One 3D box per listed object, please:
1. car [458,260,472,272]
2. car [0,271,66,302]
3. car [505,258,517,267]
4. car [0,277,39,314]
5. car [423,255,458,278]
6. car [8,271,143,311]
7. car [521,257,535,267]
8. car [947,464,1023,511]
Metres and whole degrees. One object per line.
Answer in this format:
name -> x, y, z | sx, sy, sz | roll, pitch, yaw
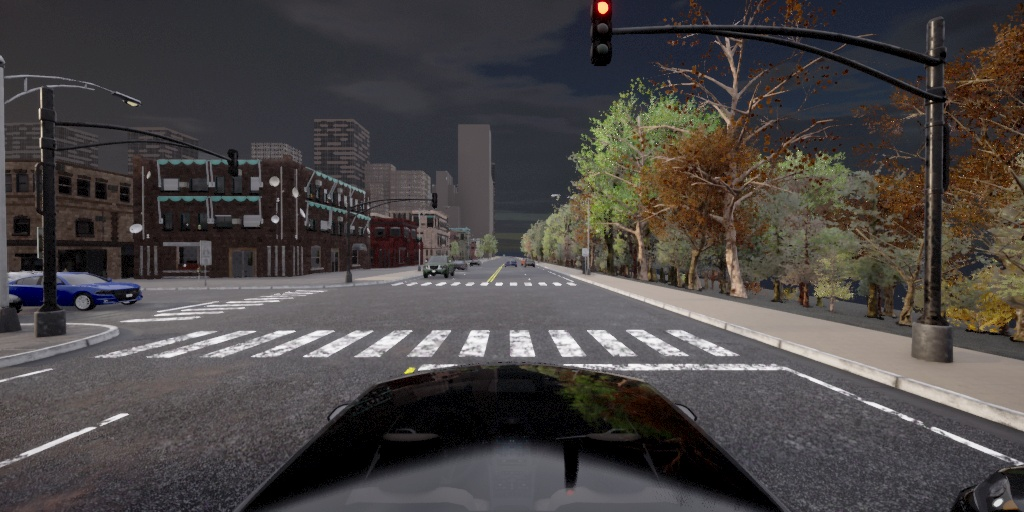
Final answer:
car -> -6.824, 1.280, 46.450 | 2.033, 1.411, 5.357 | 0, 0, 0
car -> -26.260, 1.537, 18.319 | 4.674, 1.442, 1.812 | -1, 1, 0
car -> -0.214, 1.078, 63.986 | 2.097, 1.767, 4.553 | 0, 0, 0
car -> -20.000, 1.565, 12.480 | 4.313, 1.339, 1.948 | 0, 0, 0
car -> -6.759, 0.961, 33.663 | 2.150, 2.045, 5.566 | 0, 0, 0
car -> -18.753, 1.435, 15.196 | 5.008, 1.535, 1.882 | -1, 1, -1
car -> 3.041, 1.231, 63.203 | 1.837, 1.490, 4.892 | 0, 0, 0
car -> 3.364, 1.314, 0.164 | 1.994, 1.385, 4.181 | 0, 0, -1
